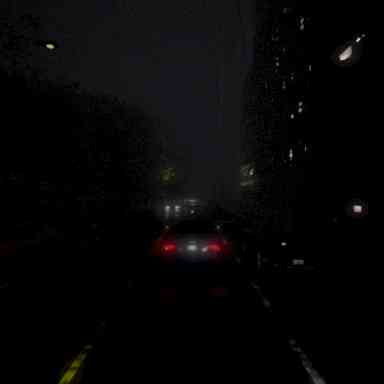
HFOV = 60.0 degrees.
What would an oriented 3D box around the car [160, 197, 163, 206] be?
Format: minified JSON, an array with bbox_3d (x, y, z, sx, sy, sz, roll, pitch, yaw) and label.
[{"bbox_3d":[-5.763,1.495,54.904,2.008,1.369,4.403,0,0,0],"label":"car"}]

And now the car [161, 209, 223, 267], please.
[{"bbox_3d":[0.023,1.532,11.367,2.033,1.411,5.357,0,0,0],"label":"car"}]

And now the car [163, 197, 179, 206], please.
[{"bbox_3d":[-3.078,1.471,52.872,1.812,1.442,4.674,0,0,0],"label":"car"}]

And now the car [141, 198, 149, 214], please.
[{"bbox_3d":[-5.686,1.543,32.751,1.802,1.307,4.206,0,0,0],"label":"car"}]

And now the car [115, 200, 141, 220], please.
[{"bbox_3d":[-5.686,1.407,27.212,1.967,1.590,4.097,0,0,0],"label":"car"}]

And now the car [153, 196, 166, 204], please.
[{"bbox_3d":[-5.814,1.486,60.444,1.887,1.381,4.507,0,0,0],"label":"car"}]

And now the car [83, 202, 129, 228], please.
[{"bbox_3d":[-5.687,1.538,21.673,1.947,1.339,4.313,0,0,0],"label":"car"}]

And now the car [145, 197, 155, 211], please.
[{"bbox_3d":[-5.686,1.482,38.119,1.752,1.417,4.829,0,0,0],"label":"car"}]

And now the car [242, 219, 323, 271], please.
[{"bbox_3d":[2.693,1.537,10.598,2.008,1.369,4.403,0,0,0],"label":"car"}]

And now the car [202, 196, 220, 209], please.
[{"bbox_3d":[2.694,1.504,43.830,2.008,1.369,4.403,0,0,0],"label":"car"}]

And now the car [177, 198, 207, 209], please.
[{"bbox_3d":[0.047,1.531,28.661,1.994,1.385,4.181,0,0,0],"label":"car"}]

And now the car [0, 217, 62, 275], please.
[{"bbox_3d":[-5.687,1.511,10.426,1.752,1.417,4.829,0,0,0],"label":"car"}]

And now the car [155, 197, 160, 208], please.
[{"bbox_3d":[-5.685,1.392,43.828,1.967,1.590,4.097,0,0,0],"label":"car"}]
